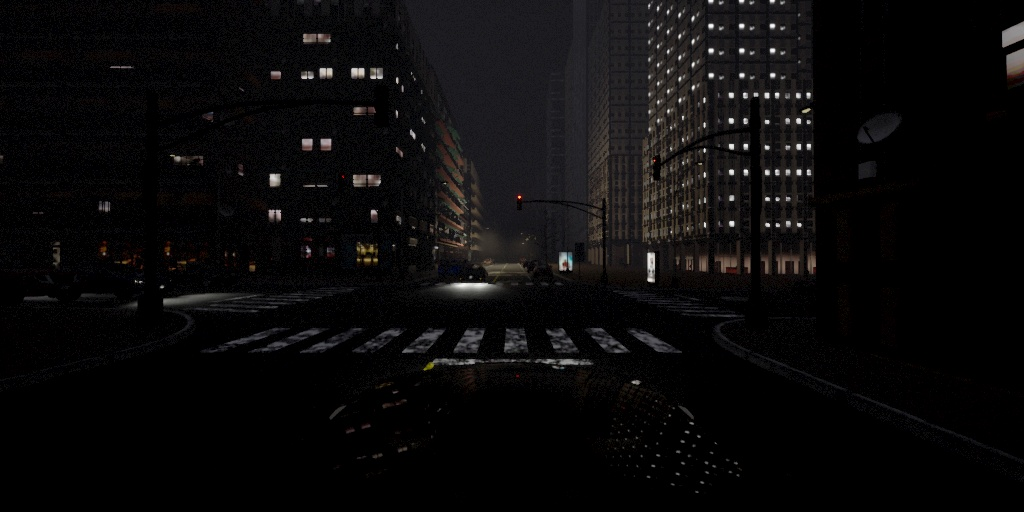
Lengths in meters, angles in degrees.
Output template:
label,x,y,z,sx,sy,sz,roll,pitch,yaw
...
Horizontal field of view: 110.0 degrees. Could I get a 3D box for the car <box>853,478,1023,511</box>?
label,x,y,z,sx,sy,sz,roll,pitch,yaw
car,2.688,1.315,0.102,1.948,1.339,4.313,0,0,0

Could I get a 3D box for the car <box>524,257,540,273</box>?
label,x,y,z,sx,sy,sz,roll,pitch,yaw
car,2.792,1.208,43.563,1.967,1.591,4.097,0,0,0

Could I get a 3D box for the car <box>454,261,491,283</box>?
label,x,y,z,sx,sy,sz,roll,pitch,yaw
car,-2.938,1.327,27.587,1.994,1.385,4.181,0,0,0

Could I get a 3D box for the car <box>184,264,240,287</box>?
label,x,y,z,sx,sy,sz,roll,pitch,yaw
car,-18.747,1.104,21.386,4.313,1.339,1.948,0,0,0

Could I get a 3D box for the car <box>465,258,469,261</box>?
label,x,y,z,sx,sy,sz,roll,pitch,yaw
car,-5.602,1.080,38.056,2.192,1.841,5.009,0,0,0

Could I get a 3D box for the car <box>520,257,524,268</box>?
label,x,y,z,sx,sy,sz,roll,pitch,yaw
car,2.831,1.222,60.145,1.967,1.591,4.097,0,0,0

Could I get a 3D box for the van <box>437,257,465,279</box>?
label,x,y,z,sx,sy,sz,roll,pitch,yaw
van,-5.616,1.103,32.528,1.690,1.789,3.998,0,0,0

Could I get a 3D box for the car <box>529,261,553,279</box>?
label,x,y,z,sx,sy,sz,roll,pitch,yaw
car,2.766,1.344,32.507,1.802,1.307,4.207,0,0,0

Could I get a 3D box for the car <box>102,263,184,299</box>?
label,x,y,z,sx,sy,sz,roll,pitch,yaw
car,-17.583,1.033,15.626,4.674,1.442,1.812,1,0,0

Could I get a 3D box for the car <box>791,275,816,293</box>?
label,x,y,z,sx,sy,sz,roll,pitch,yaw
car,19.441,1.644,21.698,4.403,1.370,2.007,0,0,0

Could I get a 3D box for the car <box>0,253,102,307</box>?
label,x,y,z,sx,sy,sz,roll,pitch,yaw
car,-18.745,0.784,13.005,5.009,1.841,2.192,0,0,0
